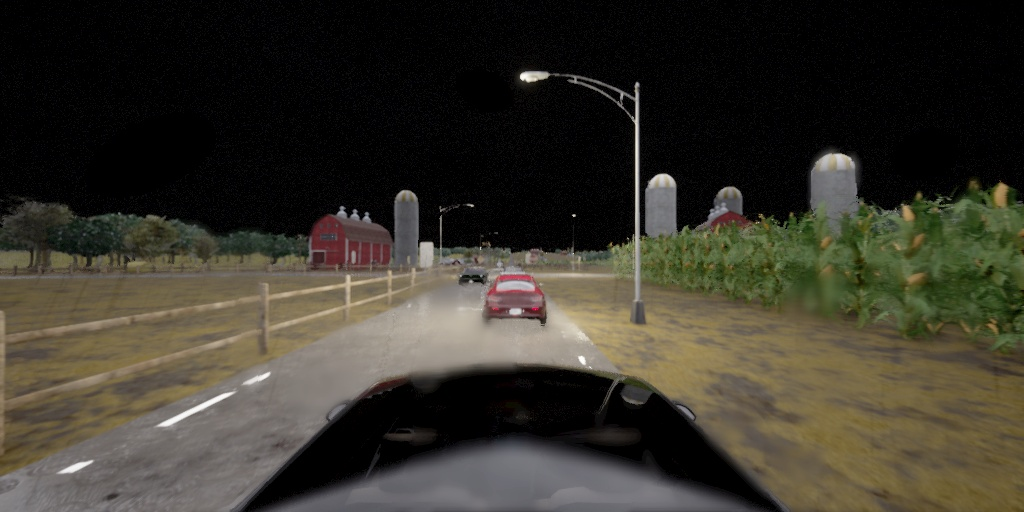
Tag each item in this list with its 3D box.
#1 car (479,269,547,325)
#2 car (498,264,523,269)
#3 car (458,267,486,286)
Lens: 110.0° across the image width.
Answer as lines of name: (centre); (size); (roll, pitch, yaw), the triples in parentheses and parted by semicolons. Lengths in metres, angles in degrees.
car: (0.102, 1.307, 11.765); (1.812, 1.442, 4.674); (0, 0, 0)
car: (0.103, 1.498, 28.595); (1.895, 1.301, 4.718); (0, -1, 0)
car: (-2.805, 1.482, 26.948); (1.895, 1.301, 4.718); (0, -1, 1)
